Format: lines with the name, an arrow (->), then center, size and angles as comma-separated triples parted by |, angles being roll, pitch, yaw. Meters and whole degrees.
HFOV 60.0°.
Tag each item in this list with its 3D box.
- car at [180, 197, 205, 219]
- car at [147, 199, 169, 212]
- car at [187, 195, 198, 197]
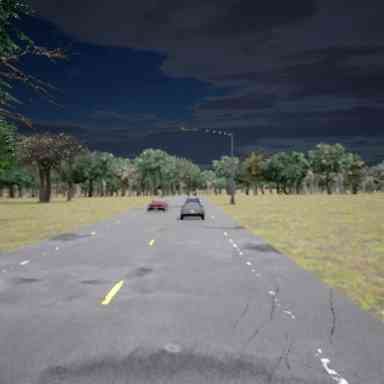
car -> 0.056, 1.429, 27.704 | 1.994, 1.385, 4.181 | 0, 1, 1
car -> -3.524, 1.392, 34.968 | 1.895, 1.301, 4.718 | 0, 1, 1
car -> 0.087, 1.183, 44.292 | 2.128, 1.511, 4.902 | 0, 1, 0
